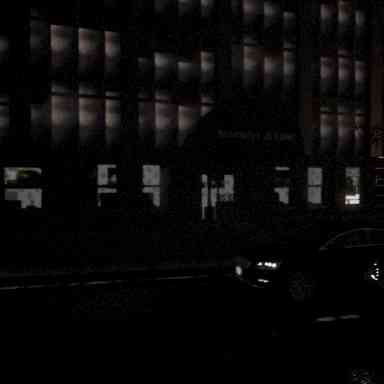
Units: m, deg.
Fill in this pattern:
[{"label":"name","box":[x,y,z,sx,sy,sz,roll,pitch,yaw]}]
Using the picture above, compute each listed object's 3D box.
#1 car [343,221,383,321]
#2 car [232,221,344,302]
[{"label":"car","box":[5.462,1.247,5.097,5.566,2.045,2.150,1,0,-16]},{"label":"car","box":[3.392,1.470,7.894,4.902,1.511,2.128,1,0,-16]}]
